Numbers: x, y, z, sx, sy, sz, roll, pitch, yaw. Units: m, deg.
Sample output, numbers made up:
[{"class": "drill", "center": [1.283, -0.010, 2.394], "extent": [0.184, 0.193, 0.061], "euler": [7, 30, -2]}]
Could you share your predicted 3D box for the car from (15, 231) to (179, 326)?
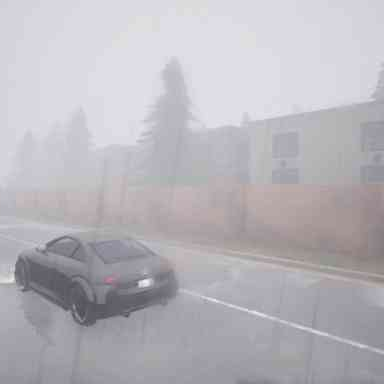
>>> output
[{"class": "car", "center": [-2.221, 1.547, 7.202], "extent": [4.181, 1.385, 1.994], "euler": [0, 0, 45]}]
